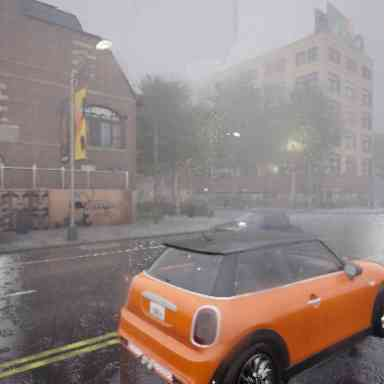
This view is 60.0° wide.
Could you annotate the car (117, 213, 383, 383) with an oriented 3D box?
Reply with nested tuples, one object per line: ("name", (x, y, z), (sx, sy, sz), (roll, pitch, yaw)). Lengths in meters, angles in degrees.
("car", (1.285, 1.375, 5.093), (4.553, 1.767, 2.097), (0, 0, -38))

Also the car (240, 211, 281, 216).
("car", (3.247, 1.618, 15.760), (5.357, 1.411, 2.033), (0, 0, -40))
